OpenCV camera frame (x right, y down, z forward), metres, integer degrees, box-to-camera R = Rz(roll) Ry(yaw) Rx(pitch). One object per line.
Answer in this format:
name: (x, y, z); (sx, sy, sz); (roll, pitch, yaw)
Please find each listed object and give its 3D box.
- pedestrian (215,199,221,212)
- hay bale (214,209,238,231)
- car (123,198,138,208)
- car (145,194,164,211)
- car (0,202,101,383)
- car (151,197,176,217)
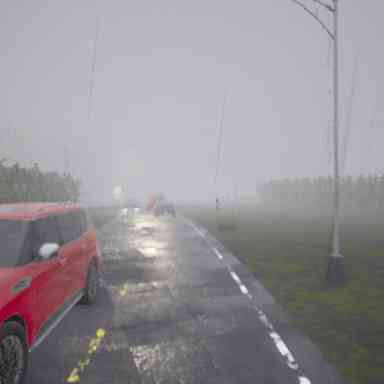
pedestrian: (1.652, 1.308, 21.041); (0.375, 1.860, 0.375); (0, 0, -11)
hay bale: (2.053, 1.674, 20.097); (1.220, 1.180, 1.240); (0, 0, -6)
car: (-9.172, 1.681, 49.496); (1.837, 1.490, 4.892); (0, 0, -14)
car: (-4.662, 1.315, 42.506); (2.150, 2.045, 5.566); (0, 0, -12)
car: (-2.991, 1.231, 5.112); (2.150, 2.045, 5.566); (0, 0, -2)
car: (-2.613, 1.557, 31.537); (1.837, 1.490, 4.892); (0, 0, -9)
